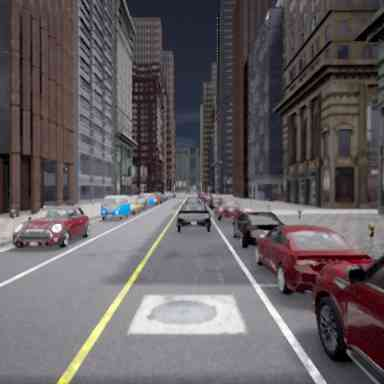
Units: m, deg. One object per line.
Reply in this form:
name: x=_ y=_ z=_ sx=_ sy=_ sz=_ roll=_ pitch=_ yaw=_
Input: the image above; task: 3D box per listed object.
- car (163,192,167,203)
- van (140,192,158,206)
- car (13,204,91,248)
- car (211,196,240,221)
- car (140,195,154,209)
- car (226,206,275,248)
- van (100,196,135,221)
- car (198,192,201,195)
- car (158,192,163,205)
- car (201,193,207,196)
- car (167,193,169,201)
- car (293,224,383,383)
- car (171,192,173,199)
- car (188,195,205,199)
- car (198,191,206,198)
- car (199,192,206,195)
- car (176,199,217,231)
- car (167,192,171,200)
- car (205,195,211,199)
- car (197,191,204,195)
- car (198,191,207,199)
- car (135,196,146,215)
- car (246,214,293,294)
car: x=-5.769 y=0.979 z=53.563 sx=2.192 sy=1.841 sz=5.009 roll=0 pitch=0 yaw=0
van: x=-5.768 y=1.073 z=42.290 sx=1.690 sy=1.788 sz=3.998 roll=0 pitch=0 yaw=0
car: x=-5.766 y=1.349 z=14.109 sx=1.967 sy=1.590 sz=4.097 roll=0 pitch=0 yaw=0
car: x=2.758 y=1.276 z=25.389 sx=1.967 sy=1.590 sz=4.097 roll=0 pitch=0 yaw=0
car: x=-5.767 y=1.317 z=36.655 sx=2.008 sy=1.369 sz=4.403 roll=0 pitch=0 yaw=0
car: x=2.759 y=1.474 z=14.118 sx=1.947 sy=1.339 sz=4.313 roll=0 pitch=0 yaw=0
van: x=-5.767 y=1.177 z=25.381 sx=1.690 sy=1.788 sz=3.998 roll=0 pitch=0 yaw=0
car: x=2.756 y=1.146 z=70.481 sx=1.802 sy=1.307 sz=4.206 roll=0 pitch=0 yaw=0
car: x=-5.768 y=1.138 z=47.927 sx=1.967 sy=1.590 sz=4.097 roll=0 pitch=0 yaw=0
car: x=2.757 y=1.246 z=53.571 sx=1.802 sy=1.307 sz=4.206 roll=0 pitch=0 yaw=0
car: x=-5.768 y=1.197 z=59.201 sx=1.947 sy=1.339 sz=4.313 roll=0 pitch=0 yaw=0
car: x=2.759 y=1.296 z=2.844 sx=2.192 sy=1.841 sz=5.009 roll=0 pitch=0 yaw=0
car: x=-5.769 y=1.115 z=70.474 sx=2.008 sy=1.369 sz=4.403 roll=0 pitch=0 yaw=0
car: x=0.098 y=1.331 z=36.531 sx=1.994 sy=1.385 sz=4.181 roll=0 pitch=0 yaw=0
car: x=2.753 y=0.757 z=93.022 sx=2.192 sy=1.841 sz=5.009 roll=0 pitch=0 yaw=0
car: x=2.756 y=1.179 z=64.844 sx=1.802 sy=1.307 sz=4.206 roll=0 pitch=0 yaw=0
car: x=0.098 y=1.366 z=19.381 sx=2.128 sy=1.511 sz=4.902 roll=0 pitch=0 yaw=0
car: x=-5.769 y=1.163 z=64.838 sx=1.947 sy=1.339 sz=4.313 roll=0 pitch=0 yaw=0
car: x=2.758 y=1.332 z=36.662 sx=1.947 sy=1.339 sz=4.313 roll=0 pitch=0 yaw=0
car: x=2.755 y=0.973 z=76.116 sx=1.967 sy=1.590 sz=4.097 roll=0 pitch=0 yaw=0
car: x=2.753 y=0.786 z=87.386 sx=2.192 sy=1.841 sz=5.009 roll=0 pitch=0 yaw=0
car: x=-5.767 y=1.327 z=30.849 sx=1.752 sy=1.417 sz=4.829 roll=0 pitch=0 yaw=0
car: x=2.760 y=1.489 z=8.482 sx=1.887 sy=1.381 sz=4.507 roll=0 pitch=0 yaw=0
